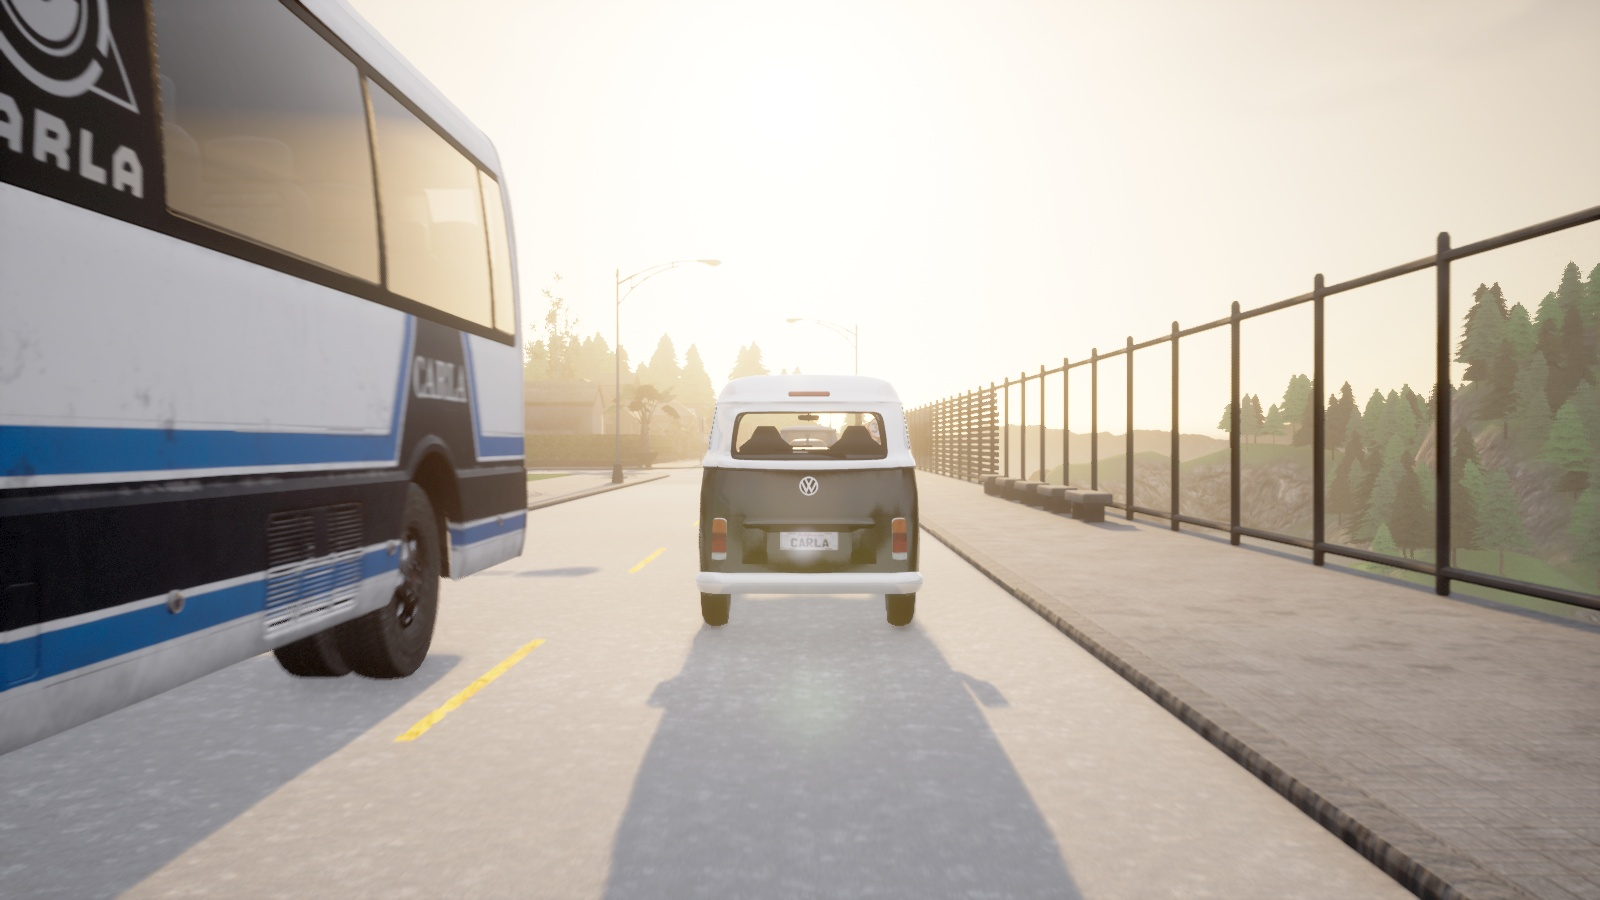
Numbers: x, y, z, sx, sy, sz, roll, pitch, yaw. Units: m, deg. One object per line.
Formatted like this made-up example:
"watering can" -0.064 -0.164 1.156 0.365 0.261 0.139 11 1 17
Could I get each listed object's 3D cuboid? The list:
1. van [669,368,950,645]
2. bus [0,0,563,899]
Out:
"van" 0.081 0.405 11.491 2.069 2.038 4.480 0 0 0
"bus" -3.954 -0.663 5.233 3.944 4.253 10.273 0 0 0
